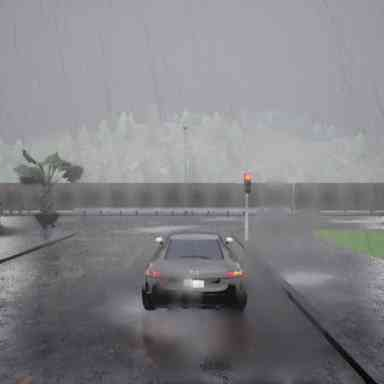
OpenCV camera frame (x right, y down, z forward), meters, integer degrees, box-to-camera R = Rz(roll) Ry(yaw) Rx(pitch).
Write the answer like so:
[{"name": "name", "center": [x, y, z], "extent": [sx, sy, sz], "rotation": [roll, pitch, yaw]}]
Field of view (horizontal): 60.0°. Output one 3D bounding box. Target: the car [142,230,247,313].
[{"name": "car", "center": [0.053, 1.563, 7.771], "extent": [1.994, 1.385, 4.181], "rotation": [0, 0, 0]}]
